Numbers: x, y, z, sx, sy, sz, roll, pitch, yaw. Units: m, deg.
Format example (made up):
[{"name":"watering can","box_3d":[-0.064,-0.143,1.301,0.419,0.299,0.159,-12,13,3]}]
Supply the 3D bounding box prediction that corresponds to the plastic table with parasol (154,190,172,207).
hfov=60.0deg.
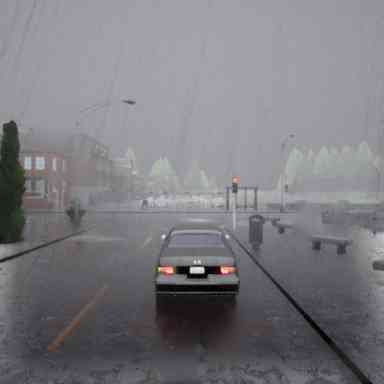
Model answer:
[{"name":"plastic table with parasol","box_3d":[-4.246,0.917,48.962,2.482,2.480,2.482,0,0,0]}]

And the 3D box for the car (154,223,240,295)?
[{"name":"car","box_3d":[0.099,1.546,8.879,2.033,1.411,5.357,0,0,0]}]
